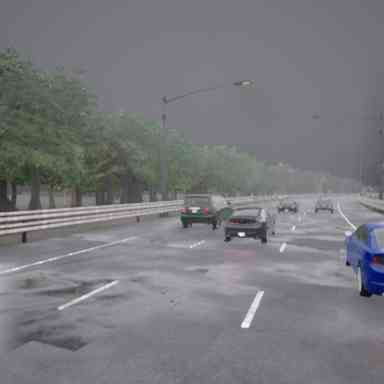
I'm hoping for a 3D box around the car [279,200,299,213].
[{"bbox_3d":[10.366,1.543,35.525,1.895,1.301,4.718,0,0,22],"label":"car"}]

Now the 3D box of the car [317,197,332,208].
[{"bbox_3d":[18.594,1.458,46.536,1.812,1.442,4.674,0,0,24],"label":"car"}]

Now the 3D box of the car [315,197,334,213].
[{"bbox_3d":[14.416,1.490,36.269,2.033,1.411,5.357,0,0,23],"label":"car"}]

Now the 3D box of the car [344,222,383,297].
[{"bbox_3d":[4.968,1.463,8.207,1.882,1.535,5.008,0,0,19],"label":"car"}]

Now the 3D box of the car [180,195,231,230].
[{"bbox_3d":[1.087,1.184,21.275,2.150,2.045,5.566,0,0,20],"label":"car"}]

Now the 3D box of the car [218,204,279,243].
[{"bbox_3d":[2.889,1.477,16.029,1.837,1.490,4.892,0,0,20],"label":"car"}]
